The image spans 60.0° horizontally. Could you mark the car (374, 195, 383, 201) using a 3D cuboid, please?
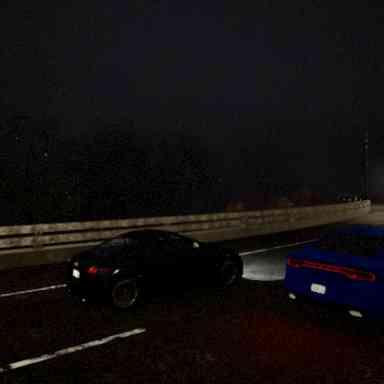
[{"bbox_3d":[42.680,1.402,76.212,2.033,1.411,5.357,0,0,6],"label":"car"}]

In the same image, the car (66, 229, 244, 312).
[{"bbox_3d":[-0.725,1.587,7.870,4.181,1.385,1.994,0,0,-38],"label":"car"}]

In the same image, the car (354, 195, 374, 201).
[{"bbox_3d":[39.214,1.418,76.701,2.033,1.411,5.357,0,0,6],"label":"car"}]

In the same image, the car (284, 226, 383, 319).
[{"bbox_3d":[4.059,1.480,7.211,5.008,1.535,1.882,0,0,-39],"label":"car"}]
